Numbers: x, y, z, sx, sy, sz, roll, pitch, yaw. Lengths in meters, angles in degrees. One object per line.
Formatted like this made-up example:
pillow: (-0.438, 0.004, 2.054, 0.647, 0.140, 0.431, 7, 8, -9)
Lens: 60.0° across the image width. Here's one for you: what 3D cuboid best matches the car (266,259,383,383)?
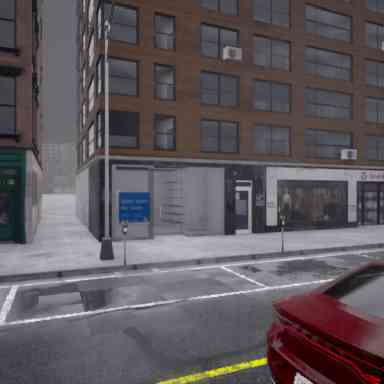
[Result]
car: (3.238, 1.477, 3.773, 5.008, 1.535, 1.882, 0, 0, -23)
